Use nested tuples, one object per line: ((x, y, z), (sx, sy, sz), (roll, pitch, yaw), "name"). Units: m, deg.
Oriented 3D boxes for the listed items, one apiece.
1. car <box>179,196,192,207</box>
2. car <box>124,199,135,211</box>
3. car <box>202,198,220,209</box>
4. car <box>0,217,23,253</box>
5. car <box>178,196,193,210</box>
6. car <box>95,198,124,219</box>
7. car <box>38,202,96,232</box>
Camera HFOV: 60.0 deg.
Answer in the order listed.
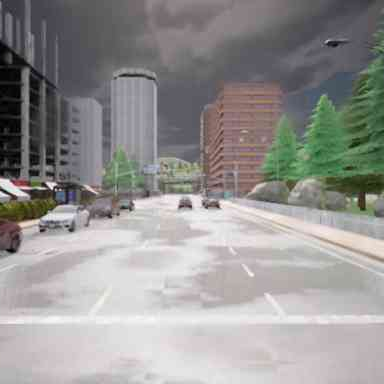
((-1.044, 1.441, 52.212), (1.837, 1.490, 4.892), (0, 0, -1), "car")
((-7.838, 1.523, 38.914), (1.994, 1.385, 4.181), (0, 0, -1), "car")
((2.638, 1.470, 43.417), (1.812, 1.442, 4.674), (0, 0, -1), "car")
((-7.308, 1.519, 10.891), (1.812, 1.442, 4.674), (0, 0, 0), "car")
((-0.854, 1.549, 43.027), (1.895, 1.301, 4.718), (0, 0, -1), "car")
((-7.657, 1.324, 28.989), (2.097, 1.767, 4.553), (0, 0, -1), "car")
((-7.478, 1.508, 19.983), (1.812, 1.442, 4.674), (0, 0, -1), "car")
